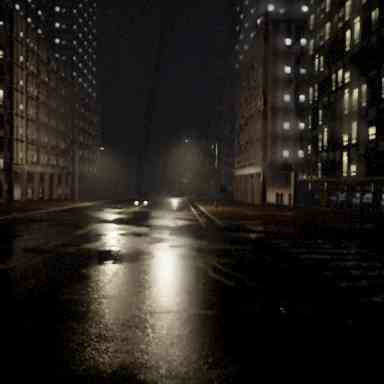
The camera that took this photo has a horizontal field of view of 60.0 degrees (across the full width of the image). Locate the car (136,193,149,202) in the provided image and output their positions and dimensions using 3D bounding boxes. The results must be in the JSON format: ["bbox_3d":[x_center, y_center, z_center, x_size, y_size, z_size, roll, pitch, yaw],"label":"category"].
[{"bbox_3d":[-8.906,0.917,60.349,1.882,1.535,5.008,1,0,-2],"label":"car"}]
